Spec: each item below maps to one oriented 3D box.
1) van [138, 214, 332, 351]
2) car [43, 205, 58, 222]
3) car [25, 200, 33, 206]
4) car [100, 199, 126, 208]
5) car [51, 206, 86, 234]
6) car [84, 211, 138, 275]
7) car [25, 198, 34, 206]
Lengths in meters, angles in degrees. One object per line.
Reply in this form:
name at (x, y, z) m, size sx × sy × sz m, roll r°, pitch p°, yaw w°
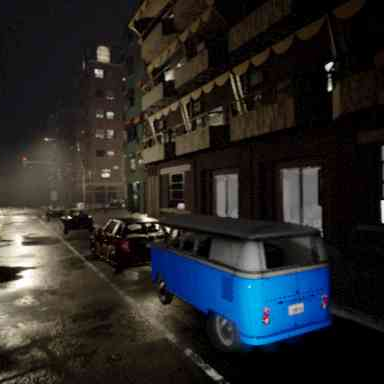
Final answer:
van at (0.536, 1.362, 6.125) m, size 1.690 × 1.788 × 3.998 m, roll -1°, pitch 0°, yaw -28°
car at (-12.534, 1.910, 30.502) m, size 2.008 × 1.369 × 4.403 m, roll -1°, pitch 0°, yaw -28°
car at (-40.968, 2.679, 83.526) m, size 1.752 × 1.417 × 4.829 m, roll -1°, pitch 0°, yaw -28°
car at (-12.247, 1.815, 52.679) m, size 4.403 × 1.369 × 2.008 m, roll -2°, pitch 1°, yaw -29°
car at (-7.304, 1.773, 20.750) m, size 2.008 × 1.369 × 4.403 m, roll -1°, pitch 0°, yaw -28°
car at (-2.077, 1.528, 11.000) m, size 1.967 × 1.590 × 4.097 m, roll -1°, pitch 0°, yaw -28°
car at (-38.277, 2.642, 78.510) m, size 1.947 × 1.339 × 4.313 m, roll -1°, pitch 0°, yaw -28°
